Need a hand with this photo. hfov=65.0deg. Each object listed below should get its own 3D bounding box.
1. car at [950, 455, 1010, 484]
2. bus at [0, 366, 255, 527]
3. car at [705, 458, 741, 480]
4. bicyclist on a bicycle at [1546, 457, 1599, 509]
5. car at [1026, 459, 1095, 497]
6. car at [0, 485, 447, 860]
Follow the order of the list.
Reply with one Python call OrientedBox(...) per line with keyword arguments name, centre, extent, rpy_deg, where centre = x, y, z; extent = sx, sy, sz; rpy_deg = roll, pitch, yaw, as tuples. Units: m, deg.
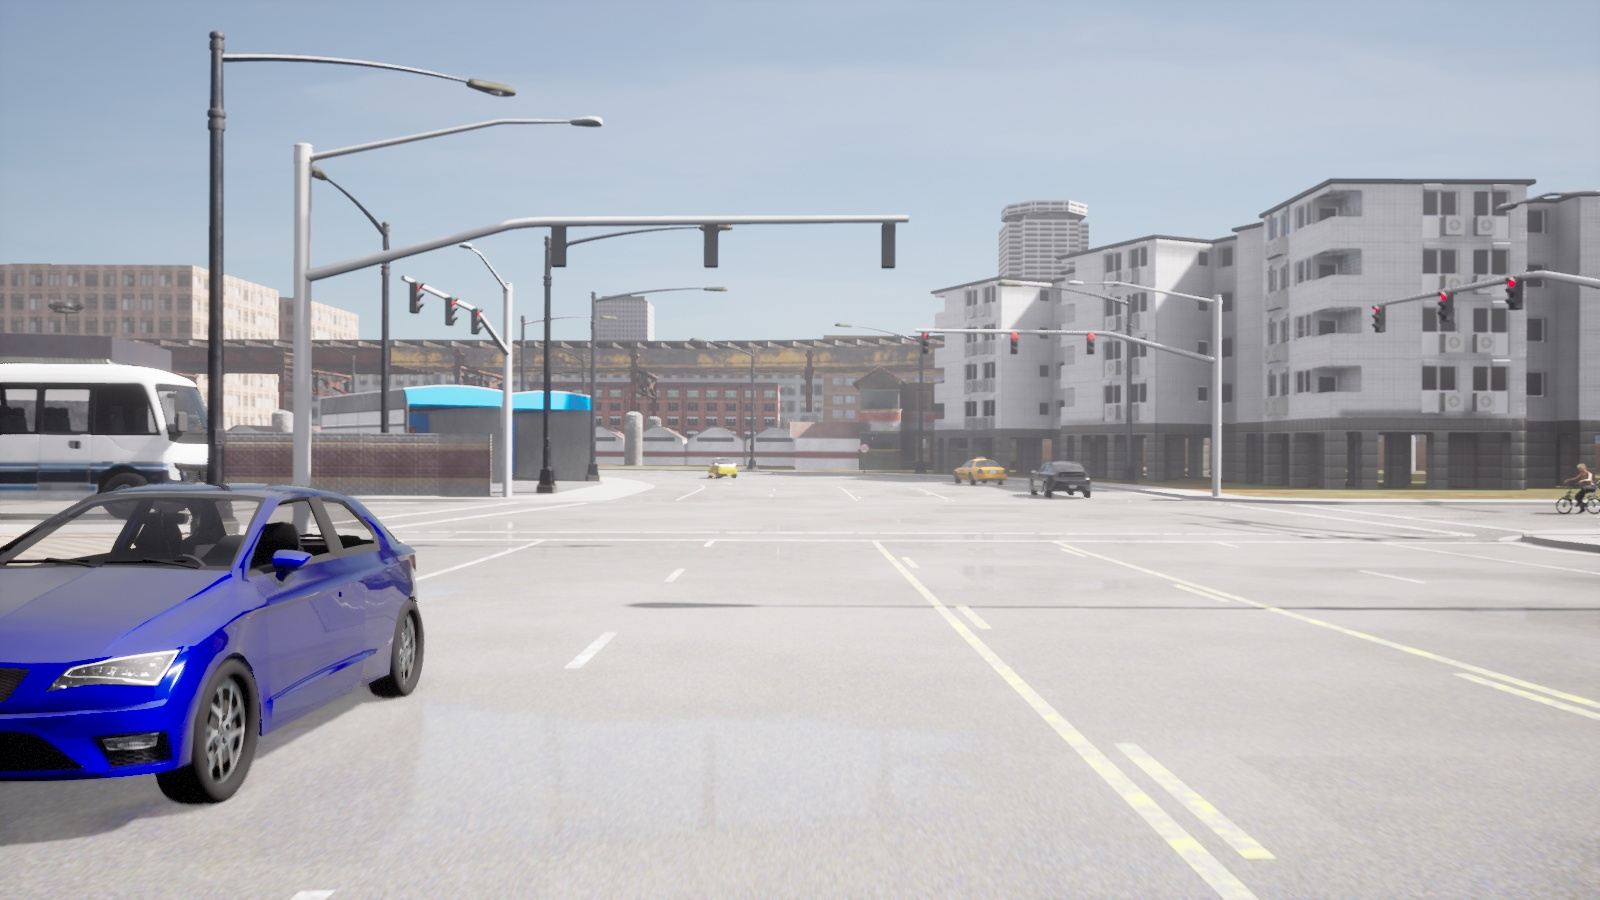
OrientedBox(name="car", centre=(10.081, 1.064, 70.605), extent=(1.801, 1.575, 5.366), rpy_deg=(0, 0, -9))
OrientedBox(name="bus", centre=(-21.291, -0.088, 35.231), extent=(10.273, 4.253, 3.944), rpy_deg=(0, 0, -3))
OrientedBox(name="car", centre=(-5.041, 1.227, 81.802), extent=(1.481, 1.376, 2.207), rpy_deg=(0, 0, -30))
OrientedBox(name="bicyclist on a bicycle", centre=(24.745, 1.038, 39.930), extent=(1.509, 1.612, 0.866), rpy_deg=(0, 0, -1))
OrientedBox(name="car", centre=(11.031, 1.145, 53.466), extent=(1.837, 1.490, 4.892), rpy_deg=(0, 0, -1))
OrientedBox(name="car", centre=(-3.517, 0.961, 7.195), extent=(1.816, 1.474, 4.193), rpy_deg=(0, -1, 0))
